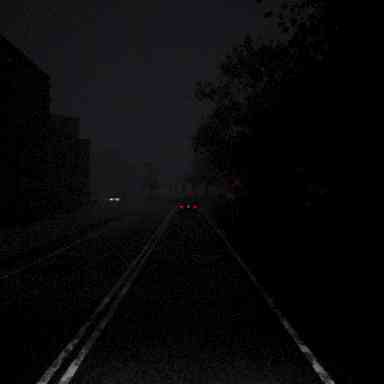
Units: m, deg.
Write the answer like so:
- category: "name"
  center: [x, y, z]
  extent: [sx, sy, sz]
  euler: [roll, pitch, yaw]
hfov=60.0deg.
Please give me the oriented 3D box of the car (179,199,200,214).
- category: "car"
  center: [-0.266, 1.342, 32.045]
  extent: [2.033, 1.411, 5.357]
  euler: [0, 1, 1]

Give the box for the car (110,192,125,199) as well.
- category: "car"
  center: [-15.020, 0.645, 66.868]
  extent: [1.994, 1.385, 4.181]
  euler: [0, 2, 8]
